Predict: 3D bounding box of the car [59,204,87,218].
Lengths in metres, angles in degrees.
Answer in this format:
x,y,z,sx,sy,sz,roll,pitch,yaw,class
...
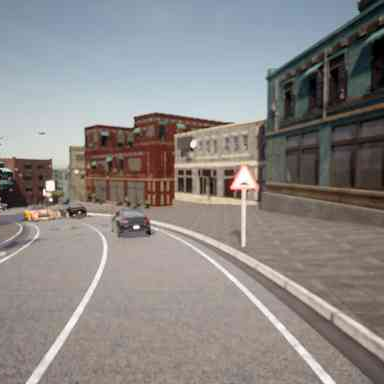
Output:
x,y,z,sx,sy,sz,roll,pitch,yaw,class
-13.367,2.050,37.063,1.882,1.535,5.008,-3,0,-37,car

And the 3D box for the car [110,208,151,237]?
x,y,z,sx,sy,sz,roll,pitch,yaw,class
-3.630,1.682,19.313,1.812,1.442,4.674,-1,0,-19,car

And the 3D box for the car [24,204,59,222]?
x,y,z,sx,sy,sz,roll,pitch,yaw,class
-15.682,2.064,34.049,2.097,1.767,4.553,-3,0,-37,car

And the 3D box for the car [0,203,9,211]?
x,y,z,sx,sy,sz,roll,pitch,yaw,class
-38.929,3.108,68.392,1.837,1.490,4.892,-2,0,-19,car
